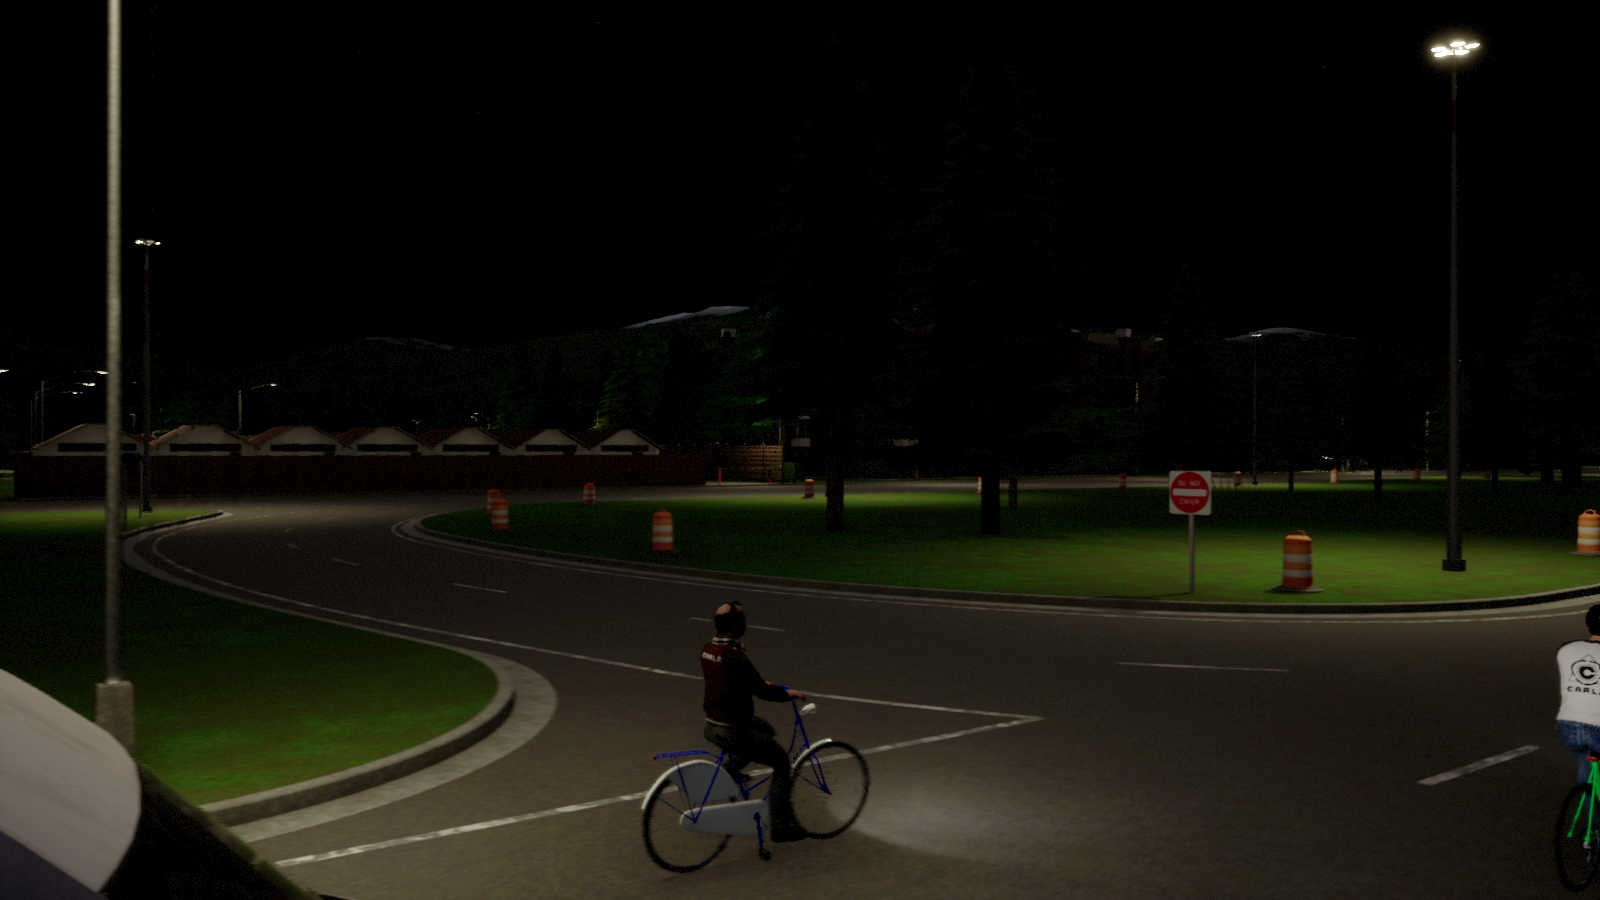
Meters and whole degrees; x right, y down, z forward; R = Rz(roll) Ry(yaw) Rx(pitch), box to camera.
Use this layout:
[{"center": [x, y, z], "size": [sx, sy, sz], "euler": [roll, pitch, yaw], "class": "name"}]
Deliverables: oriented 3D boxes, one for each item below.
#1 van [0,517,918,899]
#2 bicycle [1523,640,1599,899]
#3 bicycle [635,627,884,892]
[{"center": [-2.706, 1.534, 1.882], "size": [5.915, 2.561, 1.988], "euler": [0, 0, -35], "class": "van"}, {"center": [5.353, 2.062, 7.548], "size": [1.643, 1.496, 0.373], "euler": [0, 0, -35], "class": "bicycle"}, {"center": [-0.239, 2.064, 7.901], "size": [1.835, 1.471, 0.329], "euler": [0, 0, -35], "class": "bicycle"}]
